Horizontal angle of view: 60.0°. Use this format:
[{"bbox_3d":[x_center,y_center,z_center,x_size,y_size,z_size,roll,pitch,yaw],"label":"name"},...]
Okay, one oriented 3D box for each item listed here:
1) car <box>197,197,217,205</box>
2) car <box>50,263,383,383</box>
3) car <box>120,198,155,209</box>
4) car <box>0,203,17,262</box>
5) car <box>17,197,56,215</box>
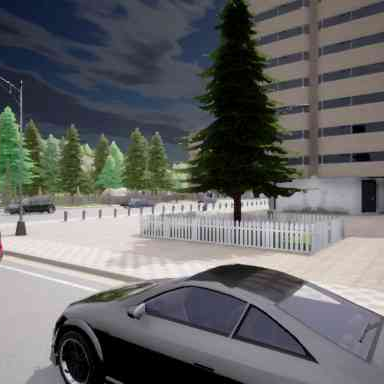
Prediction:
[{"bbox_3d":[2.722,1.565,60.151,1.994,1.385,4.181,0,0,35],"label":"car"},{"bbox_3d":[0.274,1.564,3.796,4.181,1.385,1.994,0,0,35],"label":"car"},{"bbox_3d":[-7.449,1.547,46.030,2.033,1.411,5.357,0,0,35],"label":"car"},{"bbox_3d":[-7.415,1.221,9.228,5.566,2.045,2.150,0,0,36],"label":"car"},{"bbox_3d":[-16.280,1.352,33.627,2.097,1.767,4.553,0,0,35],"label":"car"}]
